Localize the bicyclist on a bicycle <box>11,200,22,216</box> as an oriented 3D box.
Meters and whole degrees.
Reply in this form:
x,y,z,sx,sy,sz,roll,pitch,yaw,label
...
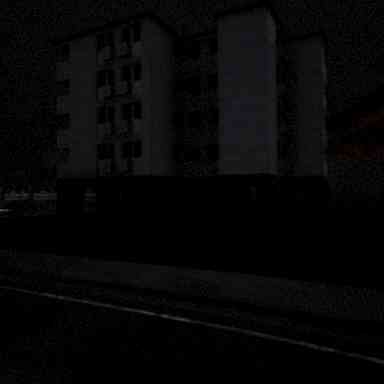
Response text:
x,y,z,sx,sy,sz,roll,pitch,yaw,label
-17.439,1.616,33.017,1.656,1.620,0.582,-1,0,27,bicyclist on a bicycle

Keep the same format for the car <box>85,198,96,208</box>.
x,y,z,sx,sy,sz,roll,pitch,yaw,label
-17.084,1.973,58.423,1.812,1.442,4.674,0,0,1,car

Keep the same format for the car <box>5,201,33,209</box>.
x,y,z,sx,sy,sz,roll,pitch,yaw,label
-28.004,2.113,53.967,1.895,1.301,4.718,0,0,8,car

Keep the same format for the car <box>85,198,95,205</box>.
x,y,z,sx,sy,sz,roll,pitch,yaw,label
-22.299,2.009,72.922,1.994,1.385,4.181,0,0,-17,car
